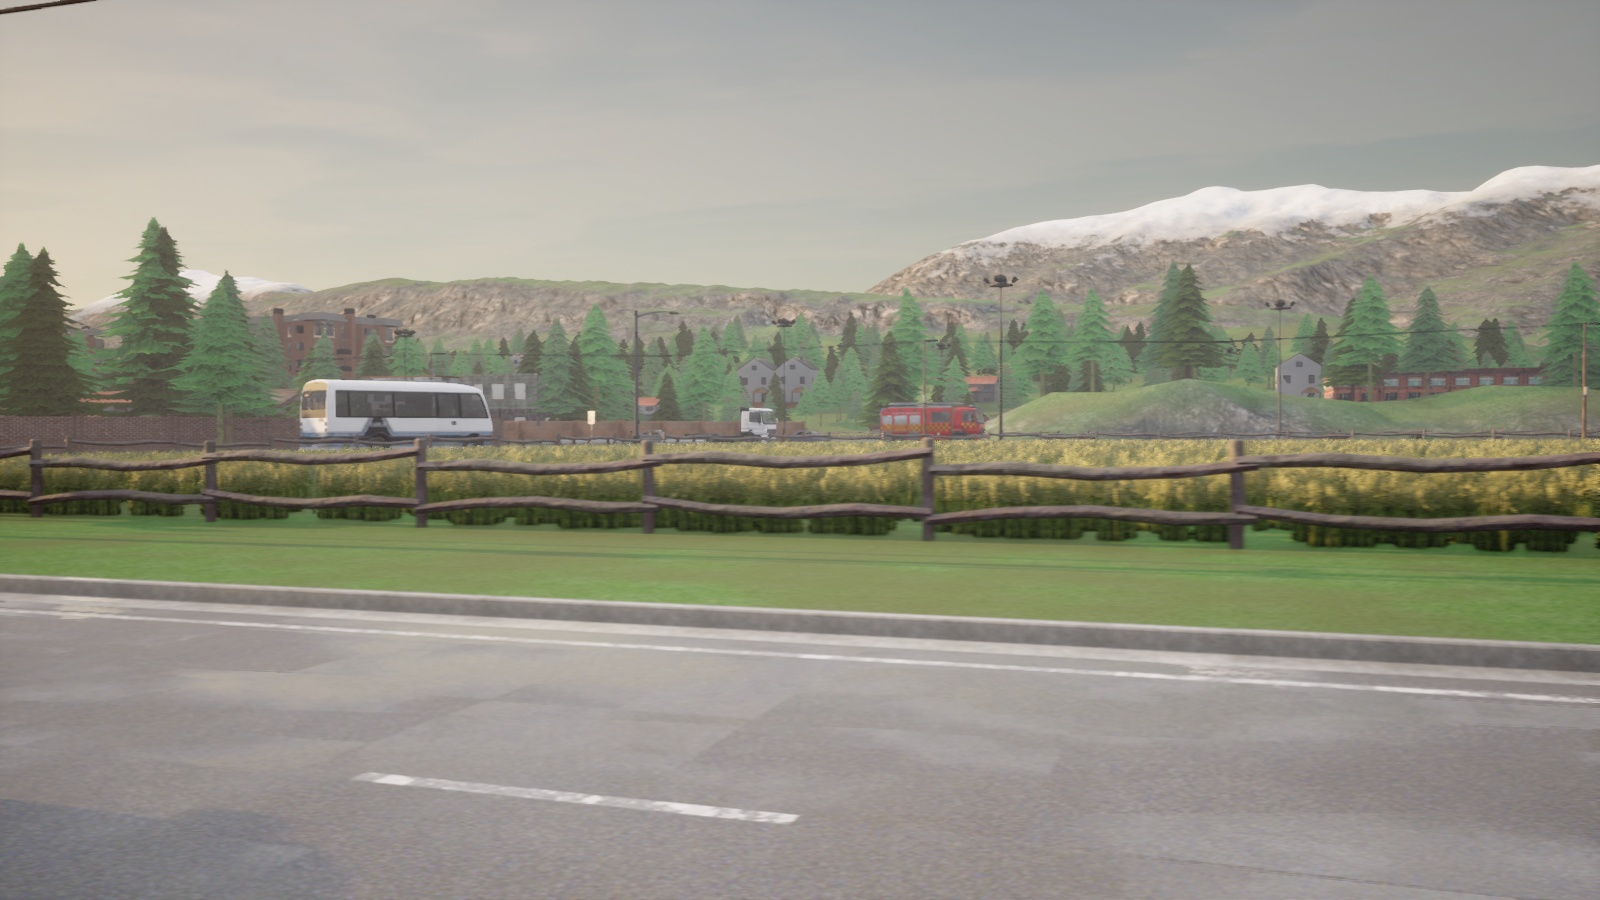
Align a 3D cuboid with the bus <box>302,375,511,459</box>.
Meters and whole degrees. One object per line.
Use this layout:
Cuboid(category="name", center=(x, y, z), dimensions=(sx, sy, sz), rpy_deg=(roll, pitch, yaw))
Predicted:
Cuboid(category="bus", center=(-21.252, -1.728, 68.537), dimensions=(3.944, 4.253, 10.273), rpy_deg=(1, 1, 43))
